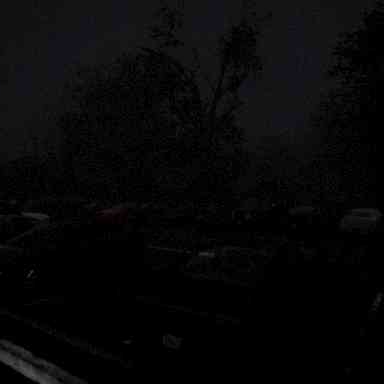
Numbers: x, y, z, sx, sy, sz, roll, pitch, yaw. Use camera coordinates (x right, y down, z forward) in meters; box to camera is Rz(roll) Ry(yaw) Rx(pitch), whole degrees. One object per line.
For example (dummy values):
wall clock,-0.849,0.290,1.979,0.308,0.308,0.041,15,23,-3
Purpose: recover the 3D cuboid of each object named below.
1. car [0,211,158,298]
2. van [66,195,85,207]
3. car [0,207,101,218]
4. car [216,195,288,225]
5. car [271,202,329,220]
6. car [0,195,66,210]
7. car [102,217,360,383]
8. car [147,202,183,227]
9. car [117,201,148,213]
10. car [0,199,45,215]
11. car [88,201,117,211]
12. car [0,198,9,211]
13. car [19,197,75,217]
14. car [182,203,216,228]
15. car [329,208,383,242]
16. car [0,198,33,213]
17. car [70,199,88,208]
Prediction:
car,-3.378,1.491,8.843,2.163,1.488,4.792,0,0,35
van,-11.737,1.252,31.024,1.878,1.987,4.442,0,0,35
car,-5.643,1.463,10.485,2.231,1.521,4.892,0,0,35
car,4.065,1.210,19.602,2.435,2.045,5.566,0,0,35
car,6.349,1.463,18.005,2.097,1.535,5.008,0,0,35
car,-7.912,1.213,12.139,2.435,2.045,5.566,0,0,35
car,1.206,1.465,5.613,2.097,1.535,5.008,0,0,35
car,-0.473,1.494,22.828,2.163,1.488,4.792,0,0,35
car,-2.729,1.467,24.462,2.097,1.535,5.008,0,0,35
car,-18.599,1.542,35.779,2.002,1.452,4.674,0,0,36
car,-5.104,1.467,25.931,1.946,1.575,5.366,0,0,35
car,-25.403,1.554,40.629,2.097,1.535,5.008,-1,0,36
car,-14.086,1.358,32.518,2.185,1.767,4.553,0,0,35
car,1.830,1.492,21.261,2.163,1.488,4.792,0,0,35
car,8.519,1.505,16.465,2.002,1.452,4.674,0,0,35
car,-20.866,1.515,37.401,2.097,1.535,5.008,-1,0,36
car,-7.267,1.512,27.695,2.002,1.452,4.674,0,0,35
